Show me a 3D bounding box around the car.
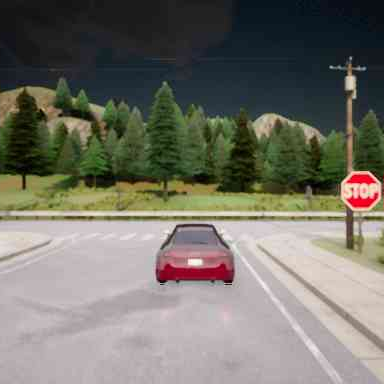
[{"bbox_3d":[0.084,1.594,9.678,1.994,1.385,4.181,0,0,0],"label":"car"}]
